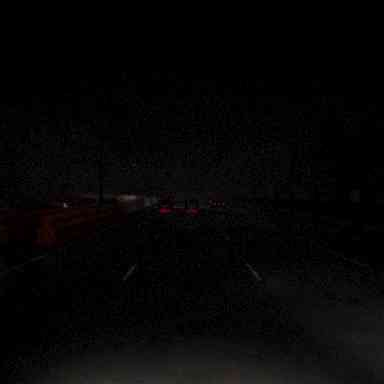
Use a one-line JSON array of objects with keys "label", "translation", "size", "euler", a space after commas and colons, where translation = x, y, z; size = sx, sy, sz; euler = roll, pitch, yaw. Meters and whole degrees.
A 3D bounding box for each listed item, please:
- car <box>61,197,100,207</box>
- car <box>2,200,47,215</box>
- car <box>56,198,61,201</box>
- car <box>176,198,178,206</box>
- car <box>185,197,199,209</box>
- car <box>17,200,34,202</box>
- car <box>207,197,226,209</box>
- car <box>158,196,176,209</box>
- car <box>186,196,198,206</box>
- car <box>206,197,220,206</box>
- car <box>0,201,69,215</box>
[{"label": "car", "translation": [-10.583, 1.373, 32.505], "size": [2.097, 1.767, 4.553], "euler": [0, 0, 0]}, {"label": "car", "translation": [-17.567, 1.570, 35.152], "size": [2.033, 1.411, 5.357], "euler": [0, 0, 0]}, {"label": "car", "translation": [-14.062, 1.376, 36.645], "size": [2.097, 1.767, 4.553], "euler": [0, 0, 0]}, {"label": "car", "translation": [-3.506, 1.389, 55.458], "size": [2.097, 1.767, 4.553], "euler": [0, 0, 0]}, {"label": "car", "translation": [-0.005, 1.535, 45.068], "size": [1.837, 1.490, 4.892], "euler": [0, 0, 0]}, {"label": "car", "translation": [-14.084, 1.581, 26.623], "size": [1.994, 1.385, 4.181], "euler": [0, 0, 0]}, {"label": "car", "translation": [3.495, 1.578, 45.069], "size": [2.033, 1.411, 5.357], "euler": [0, 0, 0]}, {"label": "car", "translation": [-3.505, 1.535, 45.068], "size": [1.837, 1.490, 4.892], "euler": [0, 0, 0]}, {"label": "car", "translation": [-0.006, 1.515, 55.488], "size": [1.882, 1.535, 5.008], "euler": [0, 0, 0]}, {"label": "car", "translation": [3.494, 1.585, 55.489], "size": [2.033, 1.411, 5.357], "euler": [0, 0, 0]}, {"label": "car", "translation": [-10.594, 1.562, 22.695], "size": [2.033, 1.411, 5.357], "euler": [0, 0, 0]}]
